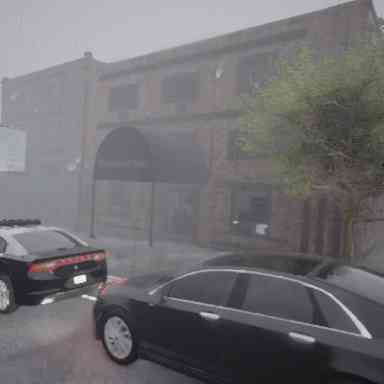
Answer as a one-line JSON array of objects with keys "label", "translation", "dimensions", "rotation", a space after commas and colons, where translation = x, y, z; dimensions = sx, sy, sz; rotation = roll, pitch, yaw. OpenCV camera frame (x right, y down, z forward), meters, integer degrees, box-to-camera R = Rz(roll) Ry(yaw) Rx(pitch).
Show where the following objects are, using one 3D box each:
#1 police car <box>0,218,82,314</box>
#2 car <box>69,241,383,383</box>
[{"label": "police car", "translation": [-4.215, 1.452, 7.838], "dimensions": [5.238, 1.638, 1.930], "rotation": [0, 0, 36]}, {"label": "car", "translation": [0.733, 1.537, 4.237], "dimensions": [4.892, 1.490, 1.837], "rotation": [0, 0, 36]}]
